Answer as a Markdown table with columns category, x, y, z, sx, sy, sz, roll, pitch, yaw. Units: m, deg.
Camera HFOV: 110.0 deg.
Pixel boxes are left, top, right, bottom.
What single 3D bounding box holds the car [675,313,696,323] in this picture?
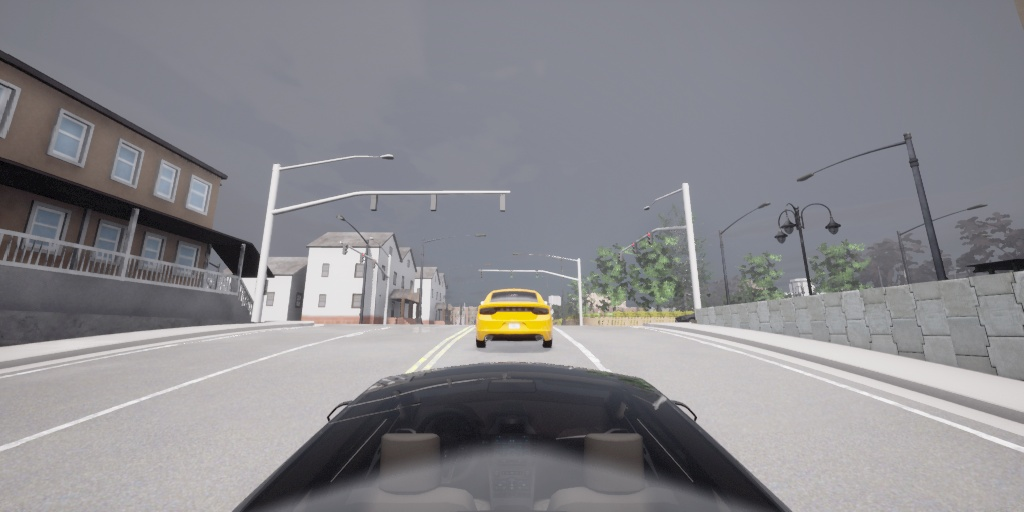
| category | x | y | z | sx | sy | sz | roll | pitch | yaw |
| --- | --- | --- | --- | --- | --- | --- | --- | --- | --- |
| car | 16.457 | 5.261 | 30.409 | 5.008 | 1.535 | 1.882 | 0 | -12 | 1 |

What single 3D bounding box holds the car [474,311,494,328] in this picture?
| category | x | y | z | sx | sy | sz | roll | pitch | yaw |
| --- | --- | --- | --- | --- | --- | --- | --- | --- | --- |
| car | -3.663 | 8.486 | 47.392 | 2.150 | 2.045 | 5.566 | 0 | -12 | 0 |

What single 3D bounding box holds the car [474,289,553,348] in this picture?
| category | x | y | z | sx | sy | sz | roll | pitch | yaw |
| --- | --- | --- | --- | --- | --- | --- | --- | --- | --- |
| car | 0.060 | 1.723 | 10.546 | 1.882 | 1.535 | 5.008 | 0 | -7 | 0 |
